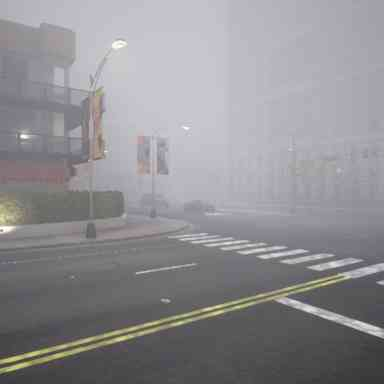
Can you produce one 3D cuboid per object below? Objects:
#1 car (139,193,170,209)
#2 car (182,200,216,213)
[{"bbox_3d":[-5.203,1.219,45.335,2.150,2.045,5.566,0,0,-35],"label":"car"},{"bbox_3d":[0.733,1.562,36.698,1.994,1.385,4.181,0,0,-35],"label":"car"}]
